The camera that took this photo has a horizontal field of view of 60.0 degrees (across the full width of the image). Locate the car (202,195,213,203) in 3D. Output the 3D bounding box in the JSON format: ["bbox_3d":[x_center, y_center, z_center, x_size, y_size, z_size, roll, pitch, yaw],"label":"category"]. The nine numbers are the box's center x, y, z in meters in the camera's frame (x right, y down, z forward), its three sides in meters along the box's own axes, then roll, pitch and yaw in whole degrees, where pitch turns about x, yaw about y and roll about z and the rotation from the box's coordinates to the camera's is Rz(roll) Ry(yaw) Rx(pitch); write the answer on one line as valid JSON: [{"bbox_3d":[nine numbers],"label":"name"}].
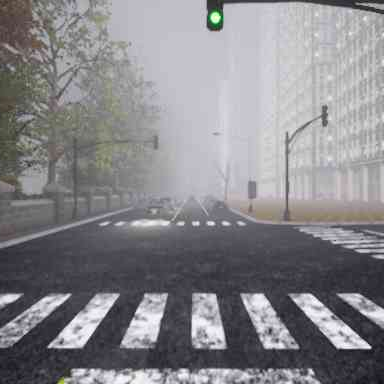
[{"bbox_3d":[2.705,1.415,44.222,1.947,1.339,4.313,0,0,0],"label":"car"}]

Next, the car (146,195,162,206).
[{"bbox_3d":[-5.673,1.272,49.857,1.967,1.590,4.097,0,0,0],"label":"car"}]

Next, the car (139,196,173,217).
[{"bbox_3d":[-3.092,1.386,29.654,2.128,1.511,4.902,0,0,0],"label":"car"}]

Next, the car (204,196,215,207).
[{"bbox_3d":[2.703,1.432,38.589,1.947,1.339,4.313,0,0,0],"label":"car"}]

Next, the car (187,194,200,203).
[{"bbox_3d":[0.018,1.328,60.660,1.812,1.442,4.674,0,0,0],"label":"car"}]

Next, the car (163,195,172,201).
[{"bbox_3d":[-5.665,1.305,78.018,1.887,1.381,4.507,0,0,0],"label":"car"}]

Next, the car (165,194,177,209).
[{"bbox_3d":[-3.085,1.368,39.472,1.837,1.490,4.892,0,0,0],"label":"car"}]

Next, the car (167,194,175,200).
[{"bbox_3d":[-5.661,1.280,89.282,1.887,1.381,4.507,0,0,0],"label":"car"}]

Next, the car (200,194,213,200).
[{"bbox_3d":[3.133,1.154,61.237,2.097,1.767,4.553,0,0,0],"label":"car"}]

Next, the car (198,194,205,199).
[{"bbox_3d":[2.721,1.306,94.912,1.802,1.307,4.206,0,0,0],"label":"car"}]

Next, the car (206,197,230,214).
[{"bbox_3d":[2.701,1.450,32.956,1.947,1.339,4.313,0,0,0],"label":"car"}]

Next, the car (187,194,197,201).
[{"bbox_3d":[0.022,1.193,70.243,2.033,1.411,5.357,0,0,0],"label":"car"}]

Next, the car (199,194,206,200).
[{"bbox_3d":[2.719,1.317,89.280,1.802,1.307,4.206,0,0,0],"label":"car"}]

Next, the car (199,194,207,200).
[{"bbox_3d":[2.718,1.298,83.647,2.008,1.369,4.403,0,0,0],"label":"car"}]

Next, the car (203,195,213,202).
[{"bbox_3d":[3.171,1.309,68.268,1.812,1.442,4.674,0,0,0],"label":"car"}]

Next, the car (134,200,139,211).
[{"bbox_3d":[-5.677,1.448,38.592,1.802,1.307,4.206,0,0,0],"label":"car"}]
